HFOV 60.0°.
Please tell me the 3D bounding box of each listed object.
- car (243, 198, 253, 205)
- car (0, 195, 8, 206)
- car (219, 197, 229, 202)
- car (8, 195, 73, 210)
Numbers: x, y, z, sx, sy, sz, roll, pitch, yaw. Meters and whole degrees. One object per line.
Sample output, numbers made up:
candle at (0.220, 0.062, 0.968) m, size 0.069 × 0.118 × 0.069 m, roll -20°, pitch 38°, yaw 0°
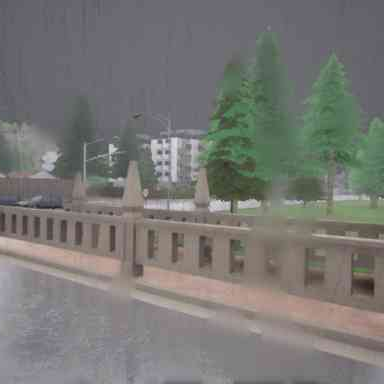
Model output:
car at (9.149, 1.132, 49.770) m, size 2.128 × 1.511 × 4.902 m, roll 1°, pitch 1°, yaw 38°
car at (-17.843, 0.969, 31.726) m, size 2.033 × 1.411 × 5.357 m, roll 1°, pitch 1°, yaw 37°
car at (6.253, 1.175, 51.747) m, size 1.895 × 1.301 × 4.718 m, roll 1°, pitch 1°, yaw 38°
car at (-13.788, 1.037, 31.266) m, size 2.033 × 1.411 × 5.357 m, roll 1°, pitch 1°, yaw 38°
